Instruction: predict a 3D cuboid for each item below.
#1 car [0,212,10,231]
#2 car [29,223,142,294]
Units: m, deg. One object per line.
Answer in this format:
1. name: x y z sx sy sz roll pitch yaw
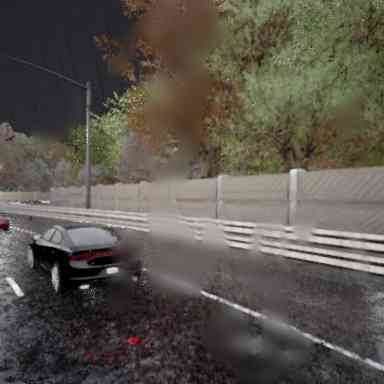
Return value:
1. car: -13.512 1.829 21.888 1.994 1.385 4.181 1 -1 -42
2. car: -3.185 1.593 9.314 1.882 1.535 5.008 1 -1 -36
